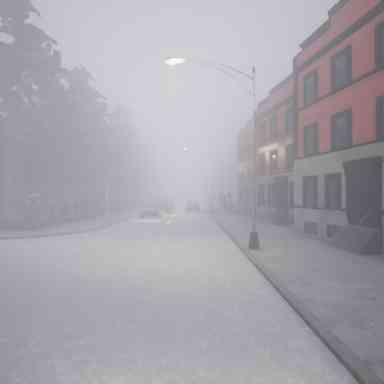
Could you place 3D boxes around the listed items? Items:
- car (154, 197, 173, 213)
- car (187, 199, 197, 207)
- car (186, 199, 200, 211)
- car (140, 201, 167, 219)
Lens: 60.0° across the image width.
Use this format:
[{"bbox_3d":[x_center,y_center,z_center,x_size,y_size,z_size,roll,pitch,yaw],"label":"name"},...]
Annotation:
[{"bbox_3d":[-4.086,1.697,44.411,2.150,2.045,5.566,0,-1,0],"label":"car"},{"bbox_3d":[0.017,2.261,67.970,1.837,1.490,4.892,-1,0,0],"label":"car"},{"bbox_3d":[0.111,2.081,48.344,1.994,1.385,4.181,0,-1,0],"label":"car"},{"bbox_3d":[-4.094,1.915,34.221,2.033,1.411,5.357,0,-1,0],"label":"car"}]
